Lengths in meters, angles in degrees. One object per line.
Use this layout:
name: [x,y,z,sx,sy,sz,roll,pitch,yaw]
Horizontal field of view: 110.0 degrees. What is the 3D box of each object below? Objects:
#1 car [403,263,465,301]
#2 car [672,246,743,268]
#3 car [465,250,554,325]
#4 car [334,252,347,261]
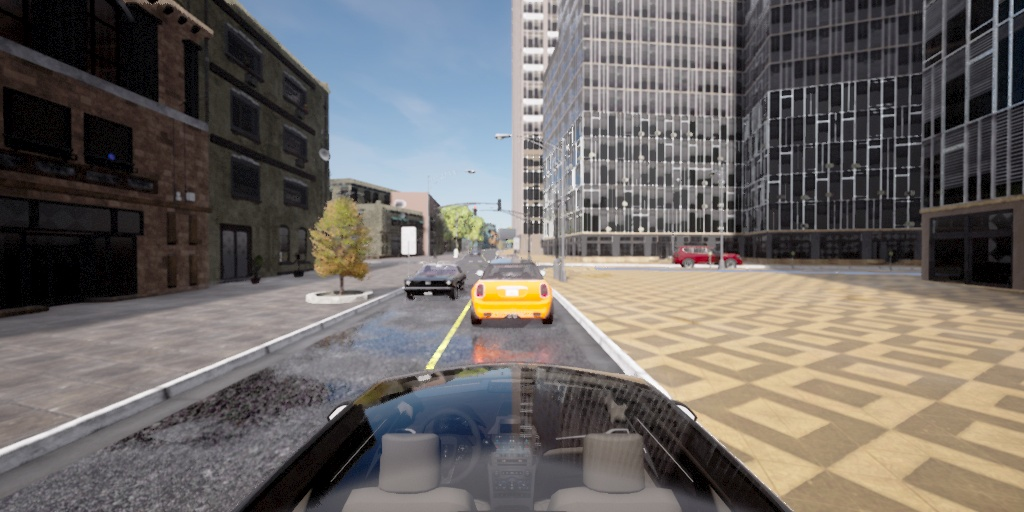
car: [-3.017,0.967,14.908,1.895,1.301,4.718,0,2,-1]
car: [15.675,0.124,29.112,5.009,1.841,2.192,0,0,18]
car: [-0.019,0.839,10.802,2.097,1.767,4.553,0,2,-1]
car: [-20.686,0.178,40.904,4.313,1.339,1.948,0,0,18]
